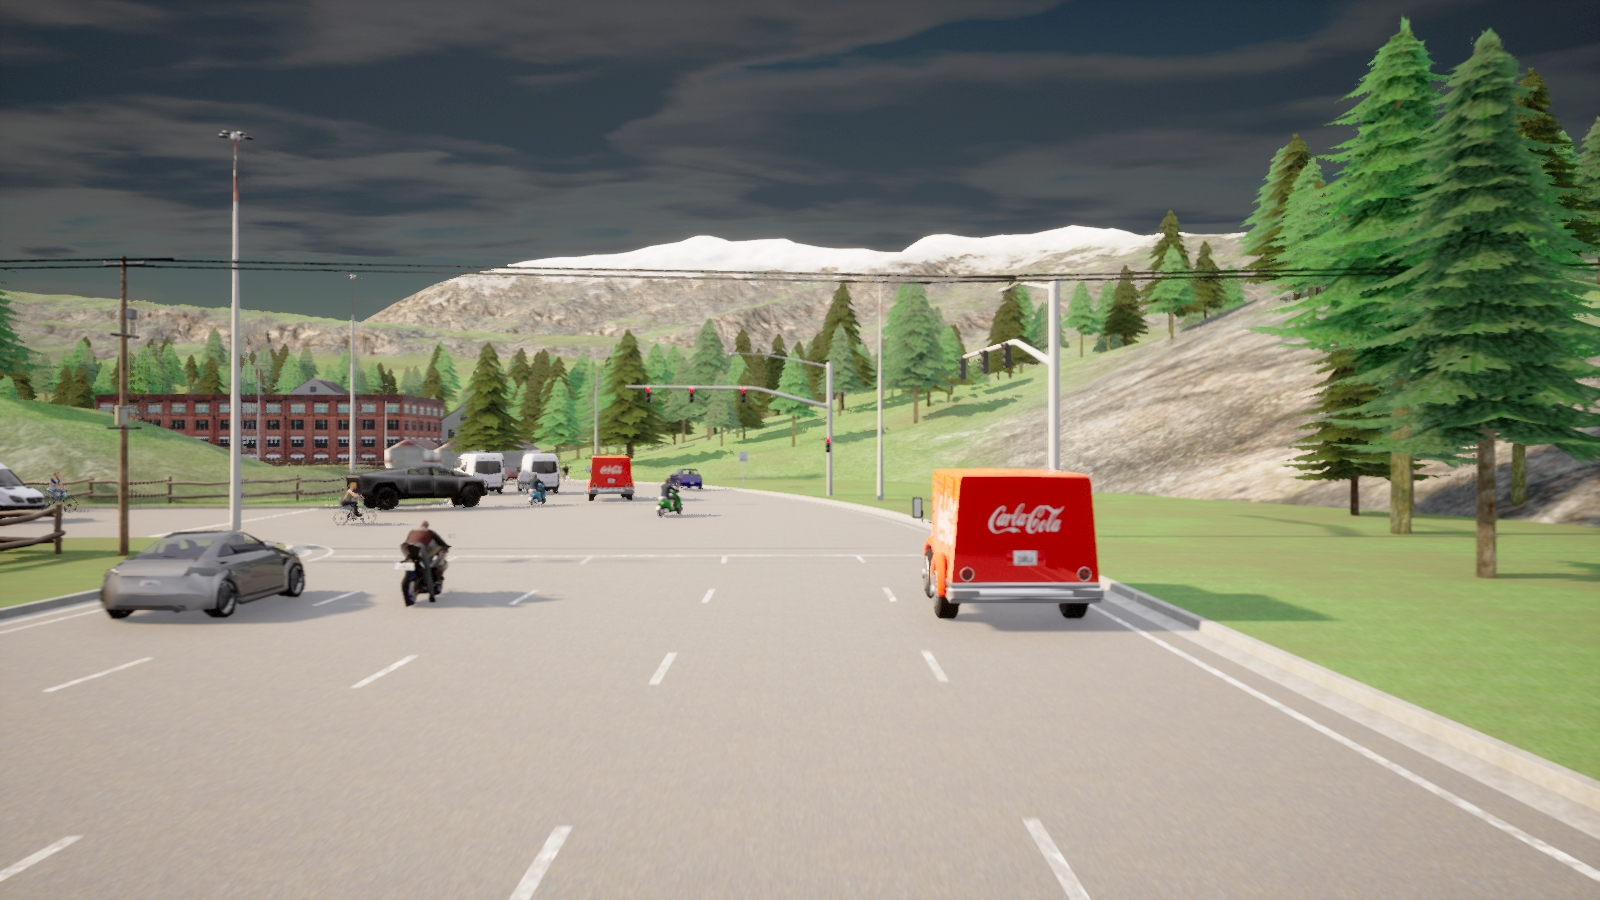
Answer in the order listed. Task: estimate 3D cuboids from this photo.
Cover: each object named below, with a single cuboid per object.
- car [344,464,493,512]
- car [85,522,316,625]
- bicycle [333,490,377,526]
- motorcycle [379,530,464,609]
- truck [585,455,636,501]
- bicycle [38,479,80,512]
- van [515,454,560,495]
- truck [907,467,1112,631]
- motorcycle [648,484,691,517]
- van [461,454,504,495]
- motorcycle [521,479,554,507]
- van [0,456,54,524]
[{"bbox_3d":[-18.077,1.754,54.321,6.274,2.098,2.390,0,0,-38],"label":"car"},{"bbox_3d":[-10.524,2.119,20.459,1.994,1.385,4.181,0,0,-1],"label":"car"},{"bbox_3d":[-16.555,2.158,42.502,1.487,1.276,0.859,0,-1,-22],"label":"bicycle"},{"bbox_3d":[-7.045,2.205,21.388,0.867,1.251,2.209,0,0,-1],"label":"motorcycle"},{"bbox_3d":[-10.904,1.573,65.383,2.627,2.467,5.204,0,0,-12],"label":"truck"},{"bbox_3d":[-33.422,2.057,51.562,1.643,1.496,0.373,0,0,-1],"label":"bicycle"},{"bbox_3d":[-17.289,1.535,75.145,1.988,2.561,5.915,0,0,-22],"label":"van"},{"bbox_3d":[3.478,1.568,20.266,2.627,2.467,5.204,0,0,-1],"label":"truck"},{"bbox_3d":[-5.489,2.142,48.287,0.856,1.316,1.805,-3,-1,30],"label":"motorcycle"},{"bbox_3d":[-20.726,1.535,74.450,1.988,2.561,5.915,0,0,-23],"label":"van"},{"bbox_3d":[-13.173,2.142,57.388,0.856,1.316,1.805,-4,-1,11],"label":"motorcycle"},{"bbox_3d":[-32.707,1.535,44.563,5.915,2.561,1.988,0,0,-1],"label":"van"}]
